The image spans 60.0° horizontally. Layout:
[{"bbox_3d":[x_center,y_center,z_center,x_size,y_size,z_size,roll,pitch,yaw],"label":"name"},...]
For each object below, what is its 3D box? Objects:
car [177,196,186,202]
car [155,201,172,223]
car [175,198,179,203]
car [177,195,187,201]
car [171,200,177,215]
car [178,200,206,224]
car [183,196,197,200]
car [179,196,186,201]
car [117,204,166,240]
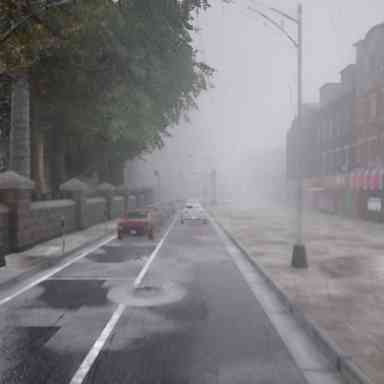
[{"bbox_3d":[-2.619,1.794,83.446,1.947,1.339,4.313,-1,0,0],"label":"car"},{"bbox_3d":[-2.636,1.568,22.880,1.887,1.381,4.507,0,0,0],"label":"car"},{"bbox_3d":[-2.633,1.613,34.257,1.947,1.339,4.313,-1,0,0],"label":"car"},{"bbox_3d":[-2.624,1.621,72.578,1.967,1.590,4.097,-1,0,0],"label":"car"},{"bbox_3d":[-2.635,1.585,28.569,2.008,1.369,4.403,-1,0,0],"label":"car"},{"bbox_3d":[0.114,1.553,25.240,1.812,1.442,4.674,0,0,0],"label":"car"},{"bbox_3d":[0.115,1.593,41.552,1.812,1.442,4.674,0,-1,0],"label":"car"},{"bbox_3d":[-2.616,1.825,94.316,1.887,1.381,4.507,-1,0,0],"label":"car"},{"bbox_3d":[-2.638,1.559,17.191,1.887,1.381,4.507,0,0,0],"label":"car"}]
